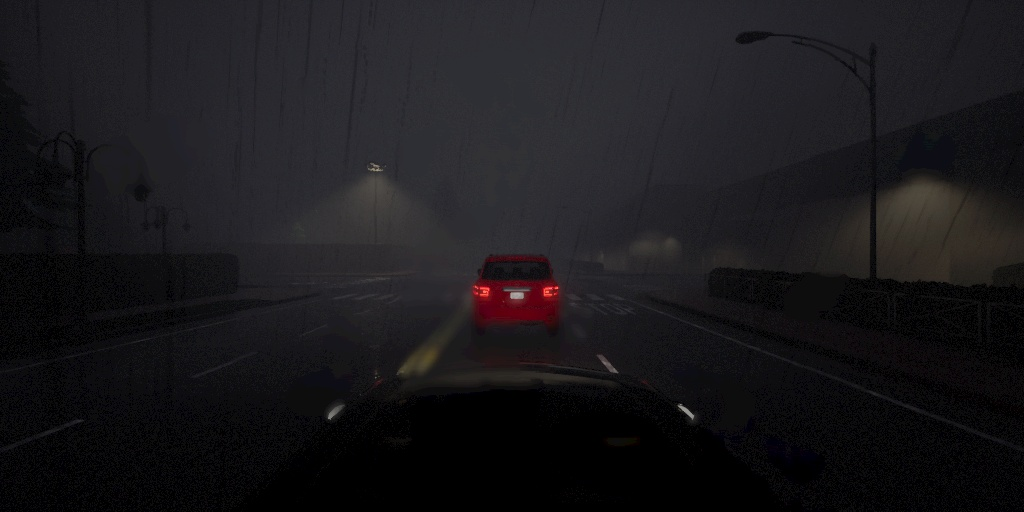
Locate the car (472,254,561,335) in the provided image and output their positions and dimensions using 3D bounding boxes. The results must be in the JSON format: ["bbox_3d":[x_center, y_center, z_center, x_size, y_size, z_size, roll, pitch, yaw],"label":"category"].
[{"bbox_3d":[0.117,0.971,10.625,2.150,2.045,5.566,0,0,0],"label":"car"}]

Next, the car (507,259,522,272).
[{"bbox_3d":[0.348,1.228,46.372,1.882,1.535,5.008,0,0,1],"label":"car"}]
